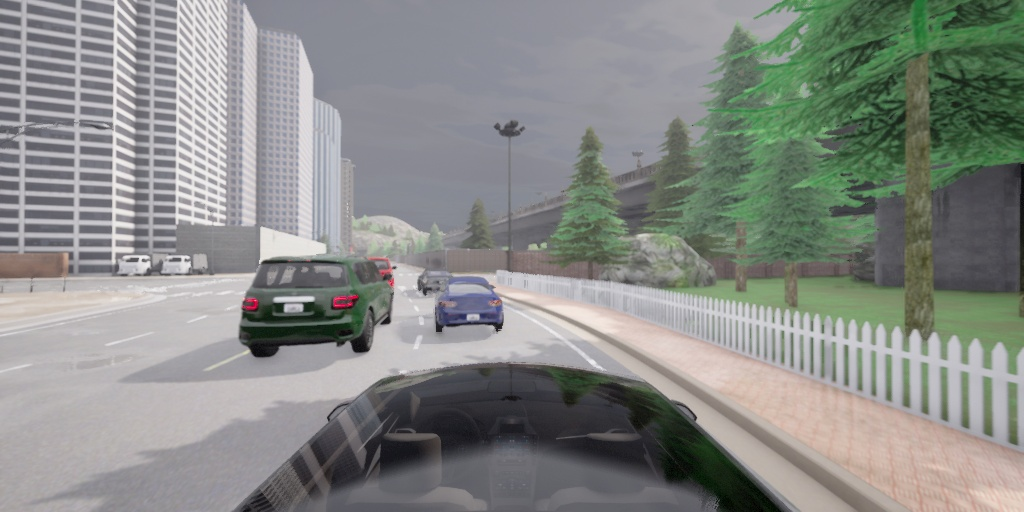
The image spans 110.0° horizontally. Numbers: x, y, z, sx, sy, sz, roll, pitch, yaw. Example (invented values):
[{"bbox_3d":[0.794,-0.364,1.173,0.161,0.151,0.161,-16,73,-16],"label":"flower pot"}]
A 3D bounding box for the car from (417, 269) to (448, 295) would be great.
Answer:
[{"bbox_3d":[-4.489,1.447,21.112,2.033,1.411,5.357,0,0,-19],"label":"car"}]

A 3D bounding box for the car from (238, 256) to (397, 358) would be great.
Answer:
[{"bbox_3d":[-4.356,1.027,8.928,2.150,2.045,5.566,0,0,-11],"label":"car"}]

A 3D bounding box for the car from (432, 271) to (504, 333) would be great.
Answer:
[{"bbox_3d":[-1.438,1.347,11.000,1.812,1.442,4.674,0,0,-12],"label":"car"}]

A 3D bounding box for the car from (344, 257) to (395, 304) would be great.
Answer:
[{"bbox_3d":[-7.306,1.103,18.855,2.150,2.045,5.566,0,0,-19],"label":"car"}]
